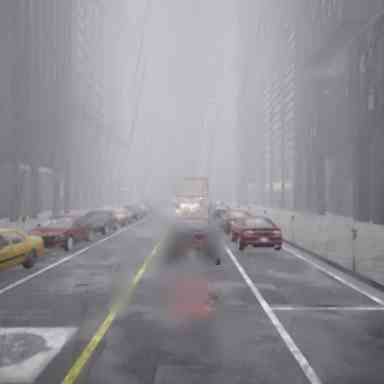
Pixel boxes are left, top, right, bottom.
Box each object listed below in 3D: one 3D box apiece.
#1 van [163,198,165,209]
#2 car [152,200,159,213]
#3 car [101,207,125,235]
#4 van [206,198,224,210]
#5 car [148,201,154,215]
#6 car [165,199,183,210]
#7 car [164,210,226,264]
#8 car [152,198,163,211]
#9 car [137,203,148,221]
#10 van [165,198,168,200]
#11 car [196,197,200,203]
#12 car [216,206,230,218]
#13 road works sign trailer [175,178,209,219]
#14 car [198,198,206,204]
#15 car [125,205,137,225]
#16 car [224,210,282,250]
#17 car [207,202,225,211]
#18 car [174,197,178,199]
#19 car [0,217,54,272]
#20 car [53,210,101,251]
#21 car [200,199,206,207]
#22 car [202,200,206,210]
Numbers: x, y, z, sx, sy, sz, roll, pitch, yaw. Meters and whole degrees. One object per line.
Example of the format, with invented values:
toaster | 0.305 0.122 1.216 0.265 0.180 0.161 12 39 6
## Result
van | -5.773 2.016 54.433 1.690 1.788 3.998 0 -1 0
car | -5.771 2.095 43.158 1.947 1.339 4.313 0 -1 0
car | -5.767 1.815 20.613 1.947 1.339 4.313 0 -1 0
van | 2.755 1.799 37.542 1.690 1.788 3.998 0 -1 0
car | -5.769 2.040 37.522 1.802 1.307 4.206 0 -1 0
car | -3.066 2.306 56.760 1.895 1.301 4.718 0 -1 1
car | 0.041 1.656 12.434 1.837 1.490 4.892 0 0 1
car | -5.772 2.042 48.796 1.967 1.590 4.097 0 -1 0
car | -5.769 1.953 31.885 1.947 1.339 4.313 0 -1 0
van | -5.774 2.089 60.069 1.690 1.788 3.998 0 -1 0
car | 2.749 2.287 76.993 2.192 1.841 5.009 0 -1 0
car | 2.758 1.794 20.633 1.887 1.381 4.507 0 -1 0
road works sign trailer | -0.004 0.756 24.103 2.380 3.560 2.880 0 -1 0
car | 2.751 2.367 65.719 1.887 1.381 4.507 0 -1 0
car | -5.768 1.841 26.080 1.752 1.417 4.829 0 -1 0
car | 2.759 1.726 14.997 1.887 1.381 4.507 0 -1 0
car | 2.756 1.938 31.904 2.008 1.369 4.403 0 -1 0
car | -5.779 2.747 93.883 1.887 1.381 4.507 0 -1 0
car | -5.765 1.637 9.172 1.752 1.417 4.829 0 -1 0
car | -5.766 1.725 14.978 1.887 1.381 4.507 0 -1 0
car | 2.753 2.226 54.448 2.008 1.369 4.403 0 -1 0
car | 2.754 2.080 43.176 2.008 1.369 4.403 0 -1 0
